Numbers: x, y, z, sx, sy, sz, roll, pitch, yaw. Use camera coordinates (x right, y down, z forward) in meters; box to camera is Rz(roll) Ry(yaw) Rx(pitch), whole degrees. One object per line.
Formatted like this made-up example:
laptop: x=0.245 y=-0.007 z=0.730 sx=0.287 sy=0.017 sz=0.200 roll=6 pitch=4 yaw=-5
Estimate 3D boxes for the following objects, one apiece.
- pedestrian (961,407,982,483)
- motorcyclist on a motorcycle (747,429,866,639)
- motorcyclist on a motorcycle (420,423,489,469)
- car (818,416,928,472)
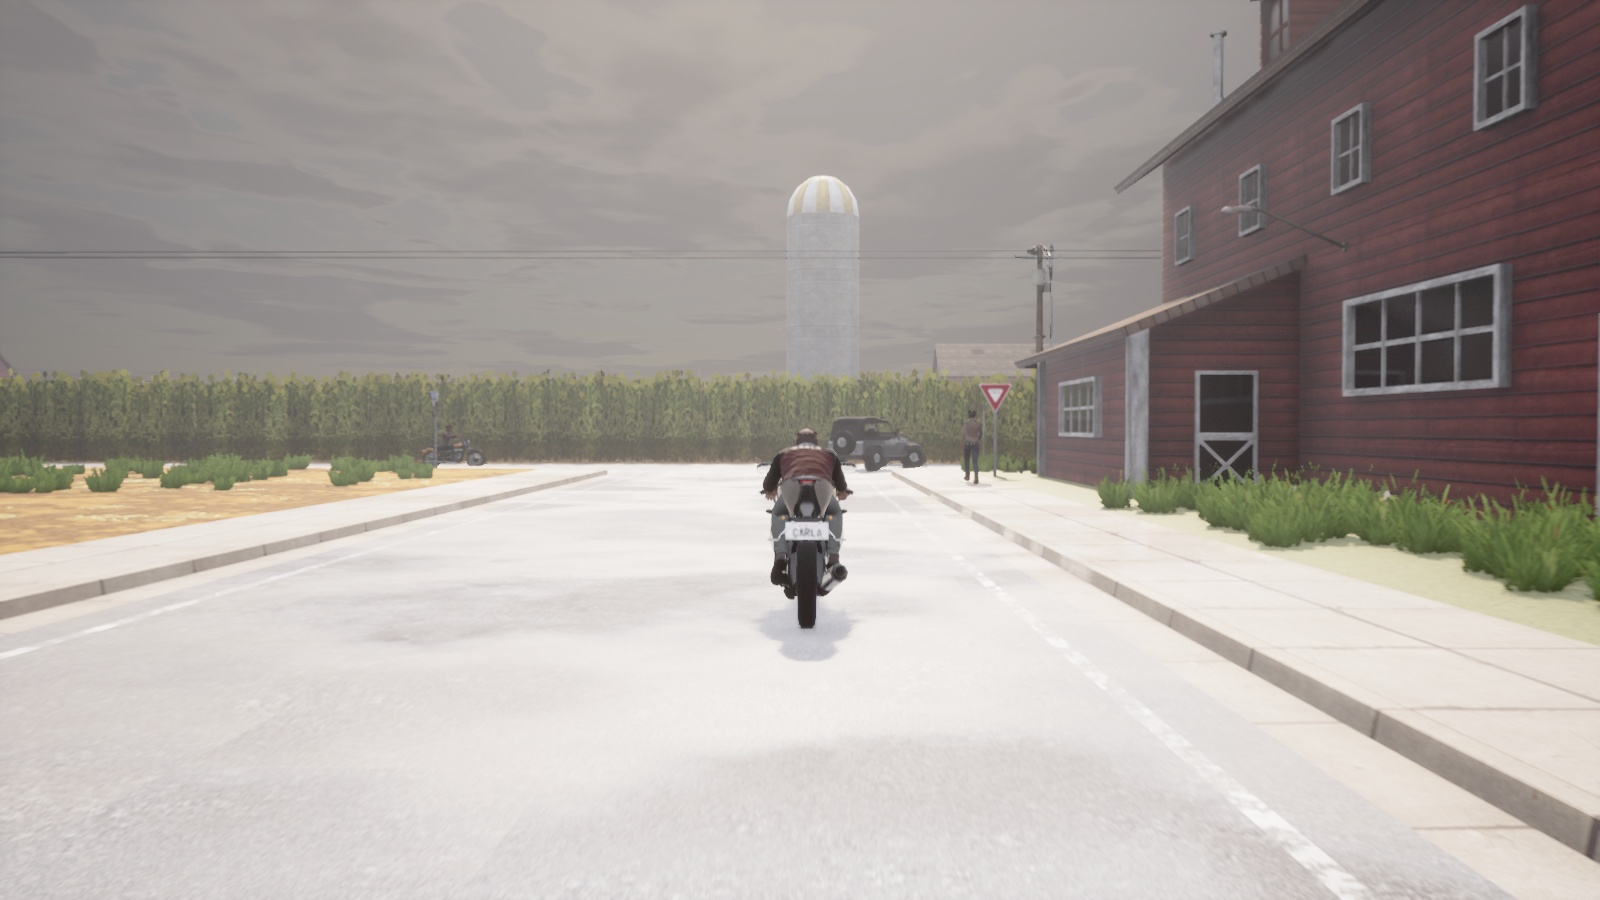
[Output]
pedestrian: x=4.118 y=-0.124 z=30.166 sx=0.328 sy=1.805 sz=0.869 roll=0 pitch=1 yaw=-2
motorcyclist on a motorcycle: x=0.053 y=0.600 z=10.285 sx=0.866 sy=1.530 sz=2.191 roll=0 pitch=1 yaw=0
motorcyclist on a motorcycle: x=-12.782 y=-0.152 z=46.541 sx=2.350 sy=1.649 sz=0.766 roll=0 pitch=1 yaw=1
car: x=2.605 y=-0.234 z=43.994 sx=1.905 sy=1.878 sz=3.866 roll=0 pitch=1 yaw=40
